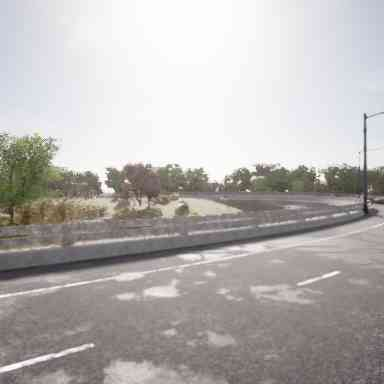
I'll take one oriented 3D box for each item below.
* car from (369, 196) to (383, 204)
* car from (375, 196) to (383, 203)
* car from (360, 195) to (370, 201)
[{"bbox_3d":[37.089,1.700,65.441,1.812,1.442,4.674,0,0,13],"label":"car"},{"bbox_3d":[42.445,1.631,73.659,1.895,1.301,4.718,0,0,7],"label":"car"},{"bbox_3d":[38.995,1.549,74.243,1.837,1.490,4.892,0,0,7],"label":"car"}]
